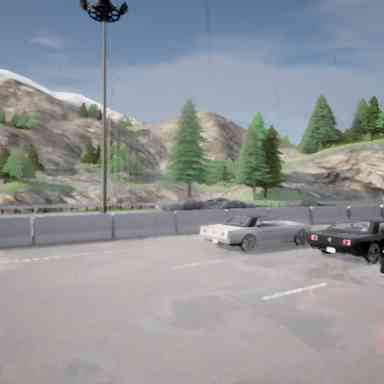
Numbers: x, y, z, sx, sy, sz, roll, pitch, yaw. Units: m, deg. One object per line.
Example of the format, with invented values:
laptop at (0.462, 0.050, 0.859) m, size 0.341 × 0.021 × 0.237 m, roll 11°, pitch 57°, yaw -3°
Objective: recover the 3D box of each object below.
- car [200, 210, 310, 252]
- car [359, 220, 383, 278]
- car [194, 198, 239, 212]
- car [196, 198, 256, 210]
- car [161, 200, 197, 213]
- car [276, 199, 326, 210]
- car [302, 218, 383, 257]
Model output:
car at (2.778, 1.572, 13.765) m, size 4.718 × 1.301 × 1.895 m, roll 0°, pitch 0°, yaw -31°
car at (6.389, 1.481, 7.740) m, size 4.902 × 1.511 × 2.128 m, roll 0°, pitch 0°, yaw -32°
car at (2.859, 1.421, 38.043) m, size 4.892 × 1.490 × 1.837 m, roll 0°, pitch 0°, yaw -27°
car at (3.445, 1.482, 30.505) m, size 5.357 × 1.411 × 2.033 m, roll 0°, pitch 0°, yaw -28°
car at (-0.307, 1.473, 32.440) m, size 5.357 × 1.411 × 2.033 m, roll 0°, pitch 0°, yaw -29°
car at (9.810, 1.422, 29.803) m, size 5.008 × 1.535 × 1.882 m, roll 0°, pitch 0°, yaw -26°
car at (6.398, 1.581, 11.864) m, size 4.718 × 1.301 × 1.895 m, roll 0°, pitch 0°, yaw -31°
